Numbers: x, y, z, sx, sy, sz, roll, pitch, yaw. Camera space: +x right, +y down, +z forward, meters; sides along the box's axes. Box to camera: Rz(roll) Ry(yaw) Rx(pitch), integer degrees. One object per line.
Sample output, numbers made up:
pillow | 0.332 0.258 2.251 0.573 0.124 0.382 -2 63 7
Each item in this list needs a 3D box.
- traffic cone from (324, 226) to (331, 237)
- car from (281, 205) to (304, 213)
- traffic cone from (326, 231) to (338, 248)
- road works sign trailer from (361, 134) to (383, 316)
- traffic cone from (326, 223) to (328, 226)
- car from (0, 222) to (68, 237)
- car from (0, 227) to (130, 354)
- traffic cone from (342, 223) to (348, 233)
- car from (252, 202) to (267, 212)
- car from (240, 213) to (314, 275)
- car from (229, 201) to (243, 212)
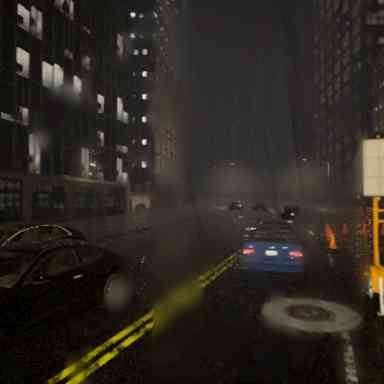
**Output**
traffic cone | 6.709 2.093 16.110 0.340 0.580 0.340 -1 -1 20
car | 8.876 1.838 29.497 1.994 1.385 4.181 0 -1 16
traffic cone | 6.034 2.076 14.228 0.340 0.580 0.340 -1 -1 20
road works sign trailer | 4.960 0.514 7.191 2.380 3.560 2.880 -1 -1 20
traffic cone | 7.384 2.110 17.993 0.340 0.580 0.340 -1 -1 20
car | -4.951 1.640 9.180 1.837 1.490 4.892 -1 0 21
car | -2.826 1.611 5.704 1.812 1.442 4.674 -1 -1 22
traffic cone | 9.000 2.118 19.538 0.340 0.580 0.340 -1 -1 20
car | 9.391 2.024 46.331 1.994 1.385 4.181 0 -1 12
car | 2.932 1.651 10.990 2.033 1.411 5.357 -1 -1 20
car | 6.333 2.029 47.420 2.033 1.411 5.357 0 -1 12
